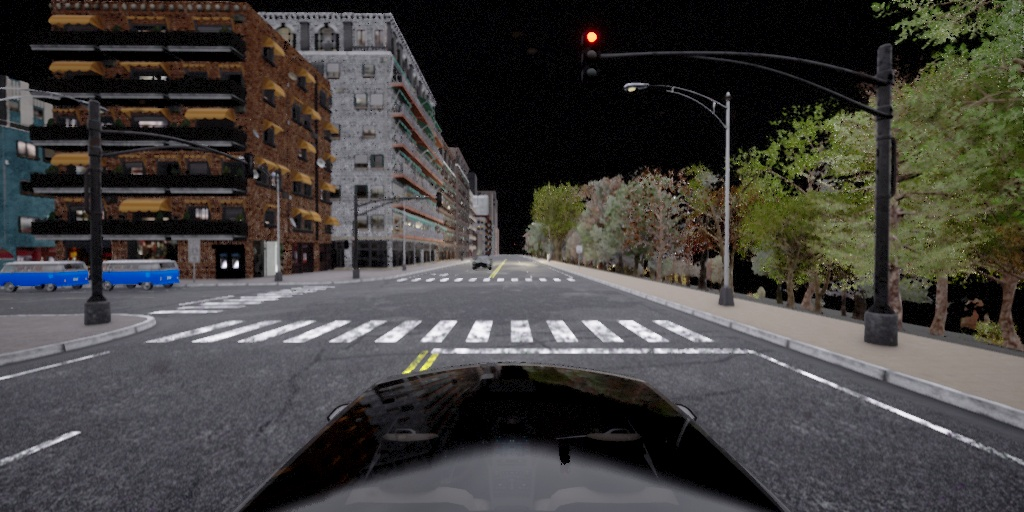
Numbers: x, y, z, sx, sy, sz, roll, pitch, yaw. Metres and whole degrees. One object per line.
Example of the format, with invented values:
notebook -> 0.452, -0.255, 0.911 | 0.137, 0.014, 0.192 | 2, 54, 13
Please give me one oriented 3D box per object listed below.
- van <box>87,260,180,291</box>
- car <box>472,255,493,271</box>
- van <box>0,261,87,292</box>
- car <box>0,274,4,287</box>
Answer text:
van -> -22.746, 1.133, 21.855 | 3.998, 1.789, 1.690 | 0, 0, -1
car -> -3.302, 0.647, 40.427 | 2.097, 1.767, 4.553 | 0, 0, 0
van -> -28.347, 1.207, 21.771 | 3.998, 1.789, 1.690 | 0, 0, -1
car -> -22.648, 1.495, 13.509 | 4.207, 1.307, 1.802 | 0, 0, -1
